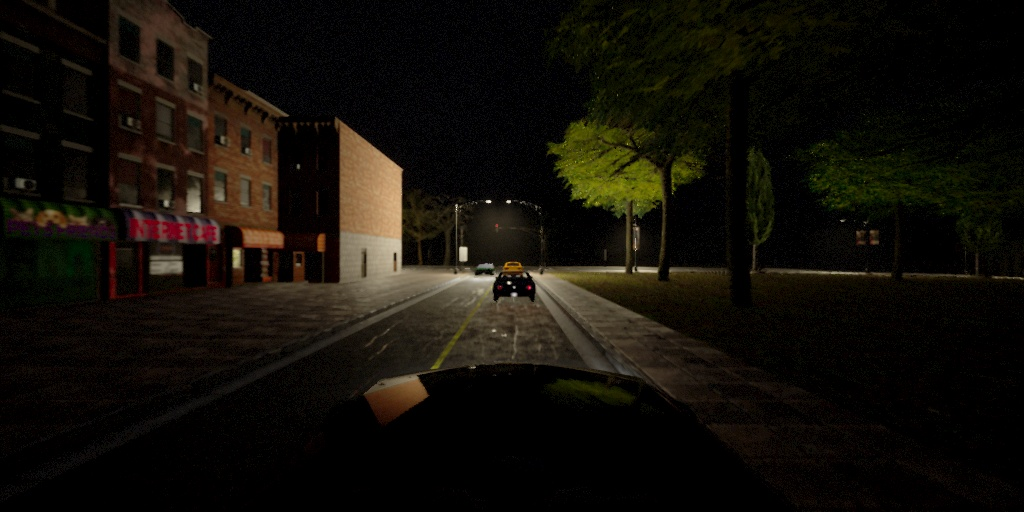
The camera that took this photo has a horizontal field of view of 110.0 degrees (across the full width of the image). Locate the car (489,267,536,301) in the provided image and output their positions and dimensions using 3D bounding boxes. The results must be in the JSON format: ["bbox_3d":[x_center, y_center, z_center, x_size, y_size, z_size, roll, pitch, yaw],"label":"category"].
[{"bbox_3d":[0.099,1.371,17.431,1.895,1.301,4.718,0,0,0],"label":"car"}]

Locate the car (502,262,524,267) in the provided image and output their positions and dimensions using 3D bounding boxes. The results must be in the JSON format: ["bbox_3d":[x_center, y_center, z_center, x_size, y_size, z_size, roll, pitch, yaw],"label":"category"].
[{"bbox_3d":[0.102,1.326,34.688,1.882,1.535,5.008,0,0,0],"label":"car"}]

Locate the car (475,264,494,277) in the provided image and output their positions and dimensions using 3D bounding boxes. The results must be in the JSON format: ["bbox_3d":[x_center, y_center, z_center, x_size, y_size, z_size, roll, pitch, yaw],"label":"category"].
[{"bbox_3d":[-2.784,1.468,37.534,1.895,1.301,4.718,0,0,0],"label":"car"}]
